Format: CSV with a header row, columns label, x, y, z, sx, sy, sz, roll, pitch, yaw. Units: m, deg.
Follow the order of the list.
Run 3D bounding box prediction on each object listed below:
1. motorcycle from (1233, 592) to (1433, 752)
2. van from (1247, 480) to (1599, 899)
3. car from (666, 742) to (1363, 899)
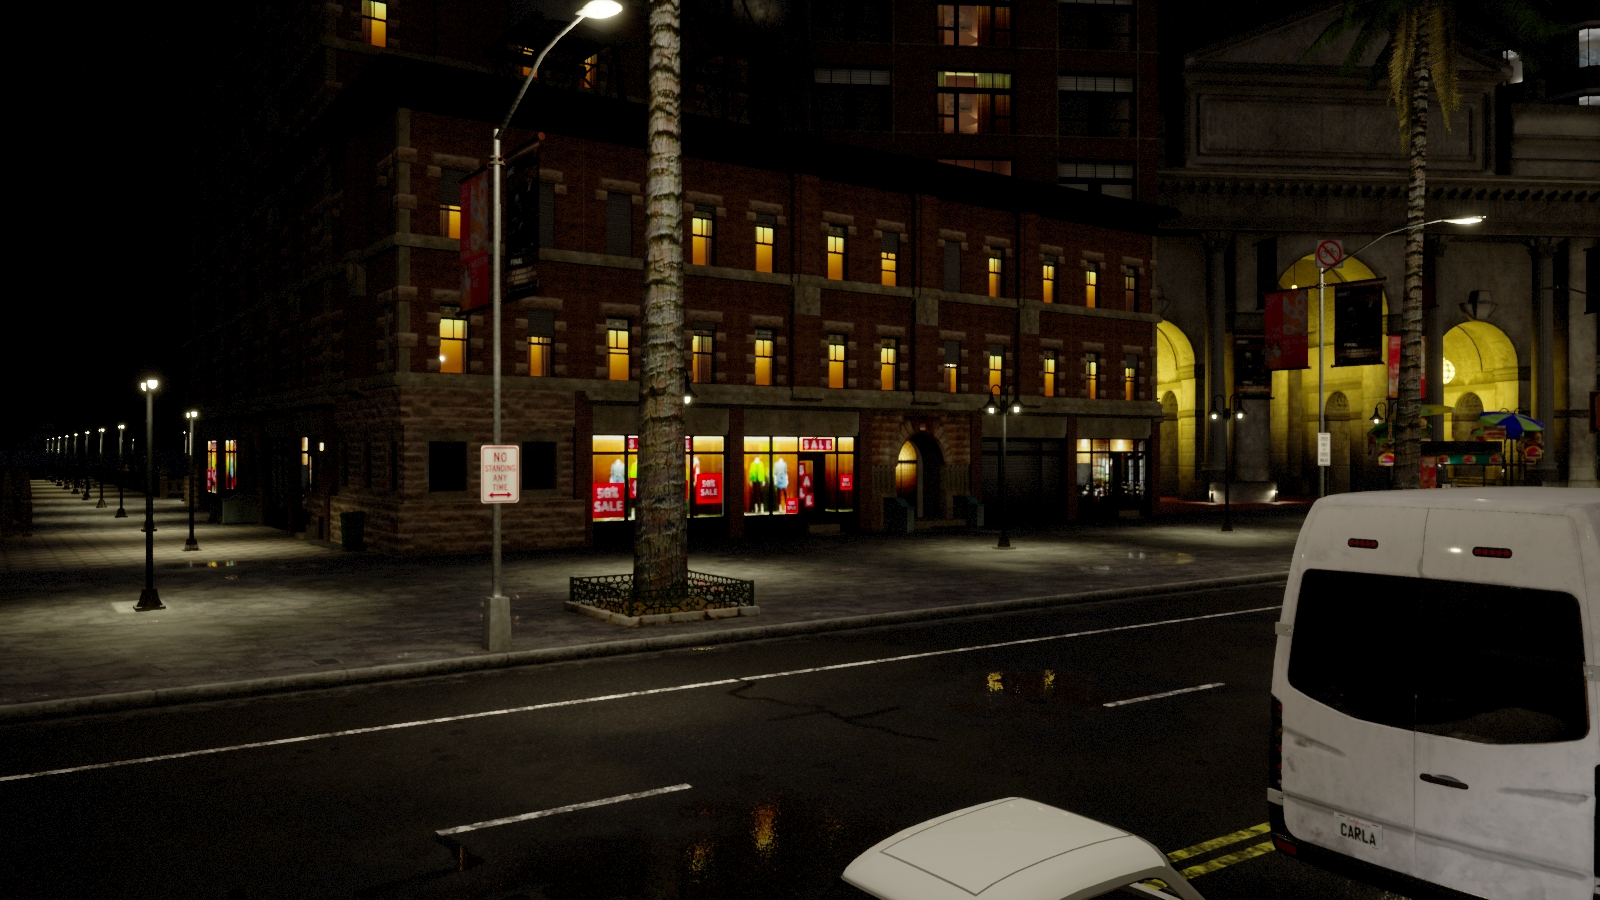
label,x,y,z,sx,sy,sz,roll,pitch,yaw
motorcycle,5.474,2.205,11.681,2.209,1.251,0.867,0,0,-35
van,5.722,1.534,7.821,5.915,2.561,1.988,0,0,-35
car,0.827,2.120,4.347,2.207,1.376,1.481,0,0,-35
